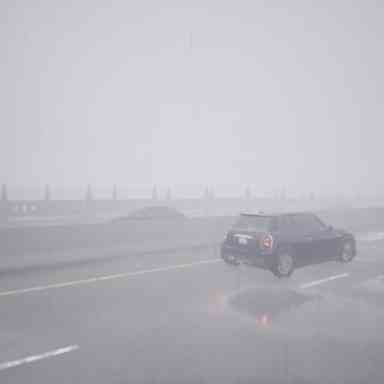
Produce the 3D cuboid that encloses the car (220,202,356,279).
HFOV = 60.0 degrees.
[{"bbox_3d":[3.108,1.352,10.342,4.553,1.767,2.097,0,0,-36],"label":"car"}]

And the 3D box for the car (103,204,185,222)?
[{"bbox_3d":[-2.710,1.505,19.337,4.892,1.490,1.837,0,0,-36],"label":"car"}]

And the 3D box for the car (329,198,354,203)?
[{"bbox_3d":[17.001,1.508,38.499,4.892,1.490,1.837,1,0,-37],"label":"car"}]
